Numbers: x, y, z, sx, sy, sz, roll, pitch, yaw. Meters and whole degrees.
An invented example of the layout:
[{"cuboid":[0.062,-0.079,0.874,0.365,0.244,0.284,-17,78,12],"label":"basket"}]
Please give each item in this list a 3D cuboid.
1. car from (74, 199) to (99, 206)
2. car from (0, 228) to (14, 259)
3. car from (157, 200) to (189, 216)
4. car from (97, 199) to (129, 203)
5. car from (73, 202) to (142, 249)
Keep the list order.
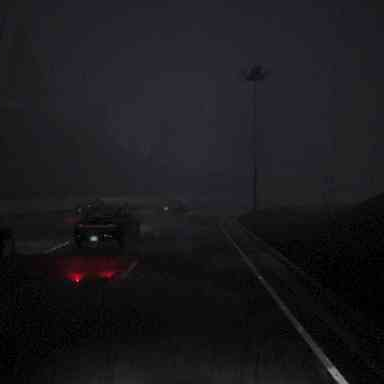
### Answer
[{"cuboid":[-8.972,1.318,30.313,1.812,1.442,4.674,0,0,12],"label":"car"},{"cuboid":[-6.918,1.414,9.173,1.882,1.535,5.008,0,1,0],"label":"car"},{"cuboid":[-1.644,1.360,29.800,1.994,1.385,4.181,0,0,15],"label":"car"},{"cuboid":[-5.784,1.411,27.770,1.895,1.301,4.718,0,0,11],"label":"car"},{"cuboid":[-3.399,1.395,14.003,2.128,1.511,4.902,0,0,0],"label":"car"}]
